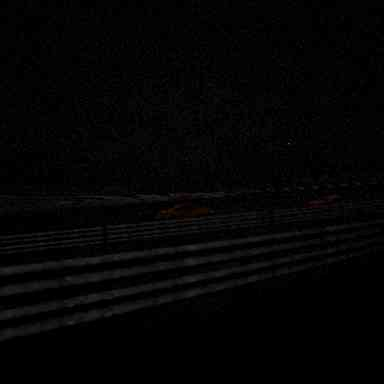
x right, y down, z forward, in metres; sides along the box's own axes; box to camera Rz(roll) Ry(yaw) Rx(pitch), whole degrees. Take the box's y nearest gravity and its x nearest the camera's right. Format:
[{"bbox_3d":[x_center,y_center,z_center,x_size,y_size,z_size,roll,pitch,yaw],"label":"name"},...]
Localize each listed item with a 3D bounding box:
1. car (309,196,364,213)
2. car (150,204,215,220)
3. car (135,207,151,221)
[{"bbox_3d":[12.596,1.039,28.985,5.008,1.535,1.882,-4,2,-21],"label":"car"},{"bbox_3d":[-0.534,1.754,27.683,5.008,1.535,1.882,-4,2,-21],"label":"car"},{"bbox_3d":[-2.496,1.828,30.679,5.357,1.411,2.033,-4,2,-21],"label":"car"}]
